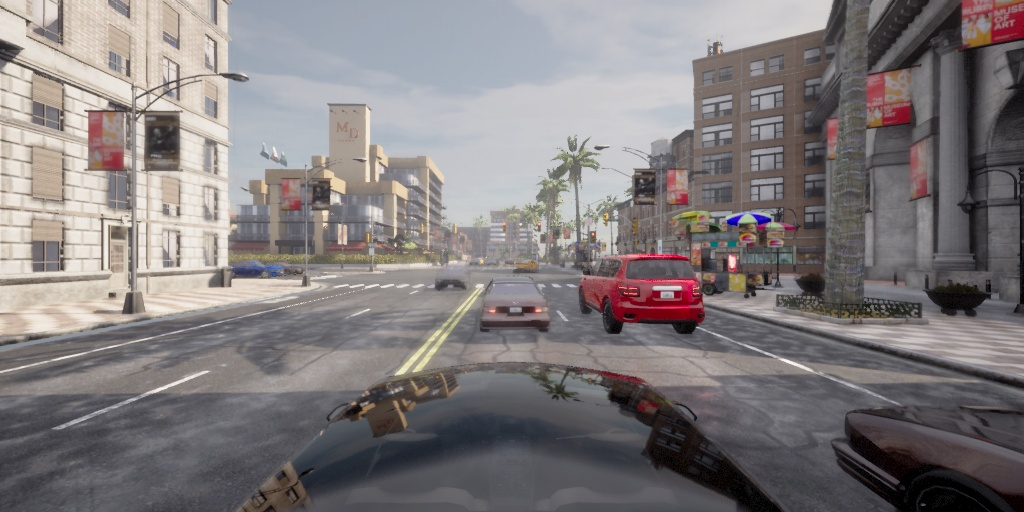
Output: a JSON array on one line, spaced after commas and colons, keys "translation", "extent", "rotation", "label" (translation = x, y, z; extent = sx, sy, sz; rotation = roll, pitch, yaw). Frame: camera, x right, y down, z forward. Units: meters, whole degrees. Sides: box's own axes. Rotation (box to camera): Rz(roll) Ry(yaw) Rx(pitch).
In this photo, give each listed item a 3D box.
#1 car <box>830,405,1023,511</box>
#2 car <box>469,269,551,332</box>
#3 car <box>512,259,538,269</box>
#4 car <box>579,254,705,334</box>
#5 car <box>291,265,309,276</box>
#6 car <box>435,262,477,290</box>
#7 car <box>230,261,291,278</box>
[{"translation": [3.534, 1.297, 0.438], "extent": [2.033, 1.411, 5.357], "rotation": [0, 0, 1], "label": "car"}, {"translation": [0.015, 1.297, 10.834], "extent": [2.033, 1.411, 5.357], "rotation": [0, 0, -2], "label": "car"}, {"translation": [2.094, 1.228, 49.321], "extent": [1.882, 1.535, 5.008], "rotation": [1, 0, 20], "label": "car"}, {"translation": [3.501, 0.971, 10.779], "extent": [2.150, 2.045, 5.566], "rotation": [0, 0, 0], "label": "car"}, {"translation": [-23.765, 1.297, 36.481], "extent": [5.357, 1.411, 2.033], "rotation": [0, 0, -1], "label": "car"}, {"translation": [-3.529, 1.297, 22.554], "extent": [2.033, 1.411, 5.357], "rotation": [0, 0, -3], "label": "car"}, {"translation": [-23.661, 1.228, 32.949], "extent": [5.008, 1.535, 1.882], "rotation": [0, 0, 0], "label": "car"}]
